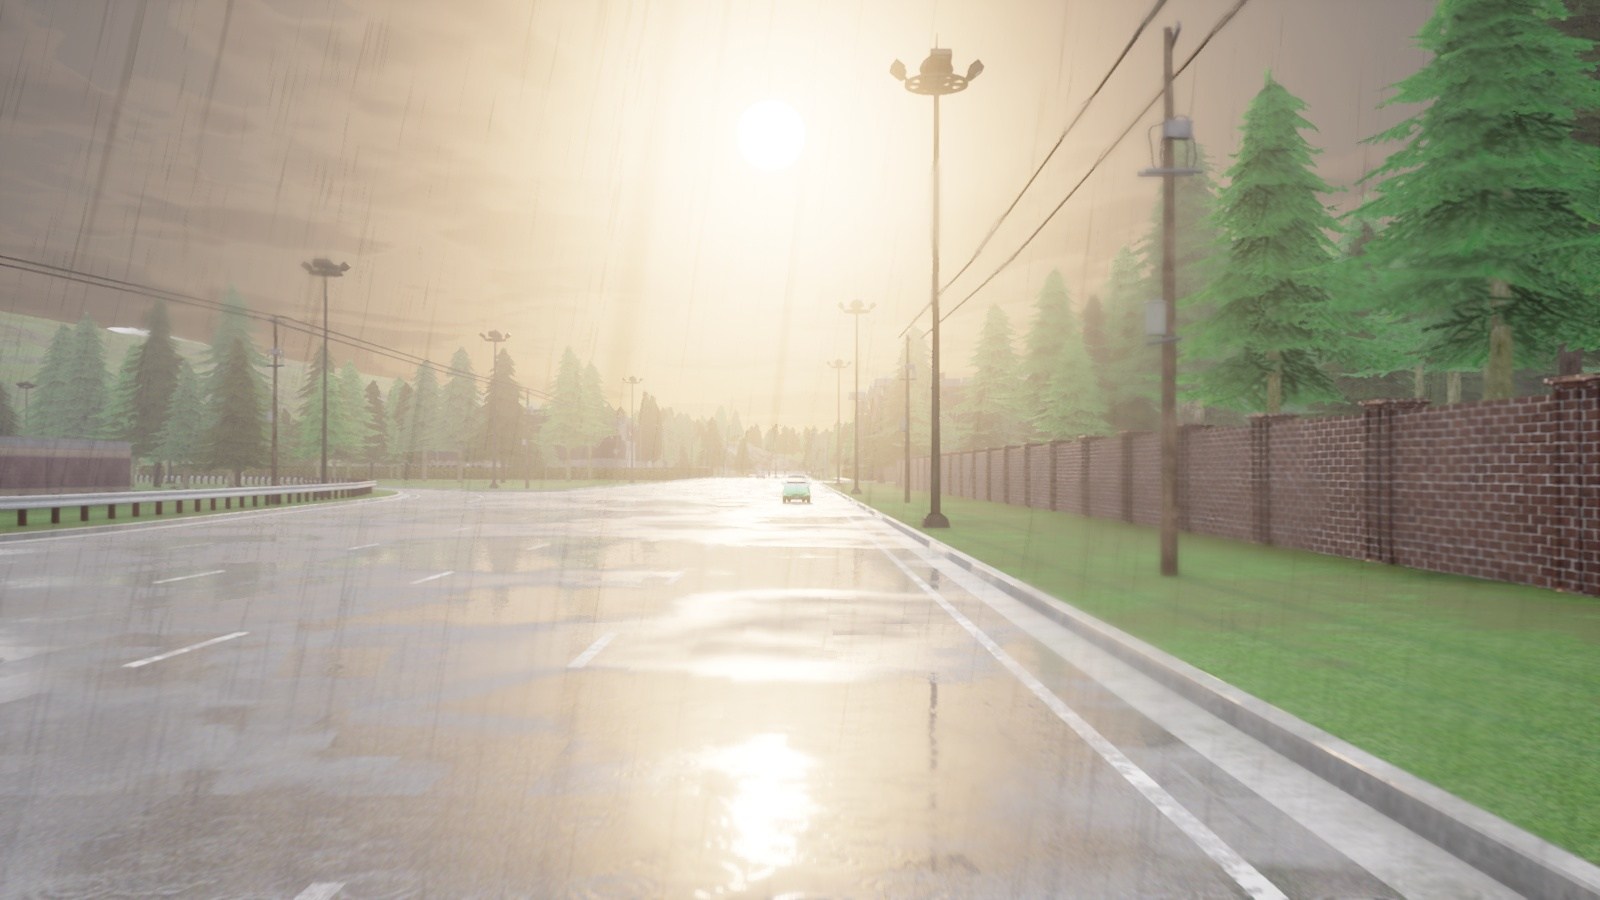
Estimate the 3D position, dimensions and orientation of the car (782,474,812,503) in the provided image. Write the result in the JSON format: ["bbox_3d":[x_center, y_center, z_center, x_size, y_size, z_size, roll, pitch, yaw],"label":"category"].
[{"bbox_3d":[-0.155,1.906,62.280,1.481,1.376,2.207,0,-1,0],"label":"car"}]
